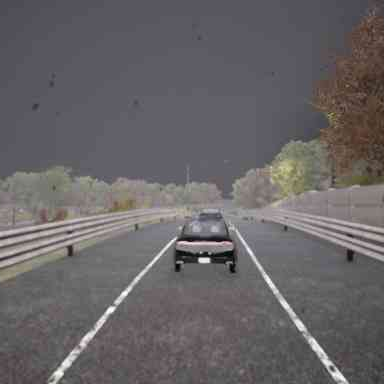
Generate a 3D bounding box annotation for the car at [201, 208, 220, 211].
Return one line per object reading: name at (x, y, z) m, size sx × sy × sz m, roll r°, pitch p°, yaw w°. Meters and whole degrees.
car at (1.528, 2.000, 27.034) m, size 1.882 × 1.535 × 5.008 m, roll 0°, pitch -3°, yaw 4°

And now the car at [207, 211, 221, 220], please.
car at (3.431, 3.539, 50.297) m, size 1.895 × 1.301 × 4.718 m, roll 0°, pitch -5°, yaw 6°

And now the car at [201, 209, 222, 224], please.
car at (1.962, 2.401, 33.194) m, size 1.895 × 1.301 × 4.718 m, roll 0°, pitch -3°, yaw 4°

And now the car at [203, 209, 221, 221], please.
car at (2.551, 2.782, 40.694) m, size 2.033 × 1.411 × 5.357 m, roll 0°, pitch -4°, yaw 6°

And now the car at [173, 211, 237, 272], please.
car at (0.474, 1.623, 11.257) m, size 2.128 × 1.511 × 4.902 m, roll 0°, pitch -1°, yaw 3°
